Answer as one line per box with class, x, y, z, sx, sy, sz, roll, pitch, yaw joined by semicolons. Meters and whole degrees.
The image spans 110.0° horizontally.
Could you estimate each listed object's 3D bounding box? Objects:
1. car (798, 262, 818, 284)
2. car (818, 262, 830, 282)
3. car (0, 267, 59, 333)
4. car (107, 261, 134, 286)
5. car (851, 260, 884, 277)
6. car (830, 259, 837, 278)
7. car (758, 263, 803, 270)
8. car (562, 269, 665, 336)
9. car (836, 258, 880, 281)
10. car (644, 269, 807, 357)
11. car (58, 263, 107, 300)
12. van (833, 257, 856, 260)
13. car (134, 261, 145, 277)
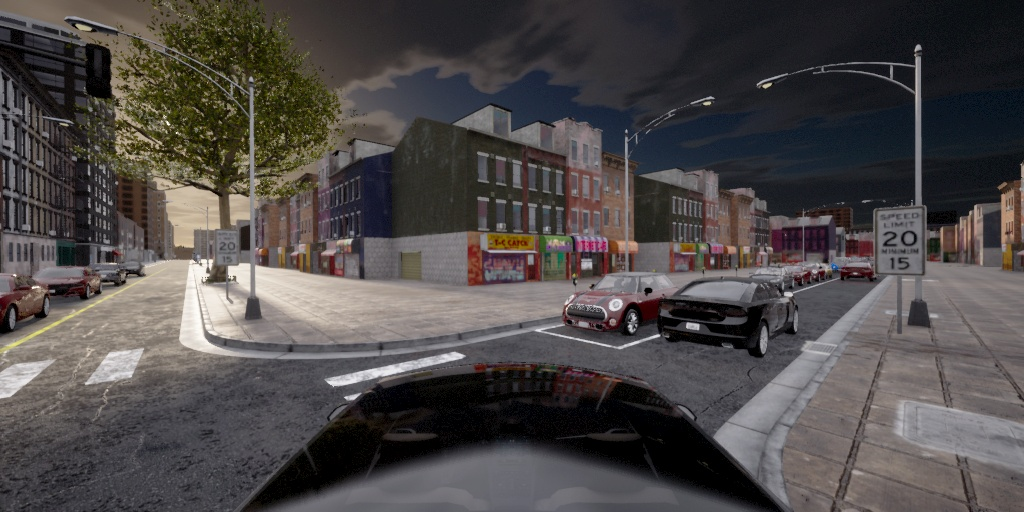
car;19.426;1.283;24.891;4.507;1.381;1.888;0;0;-42
car;23.464;1.175;28.527;4.097;1.591;1.967;0;0;-42
car;-14.921;1.235;10.016;1.882;1.535;5.008;0;0;-42
car;-27.948;1.234;24.557;2.128;1.511;4.902;0;0;-42
car;35.987;1.218;36.251;4.902;1.511;2.128;0;0;-42
car;27.375;1.258;32.051;4.829;1.417;1.751;0;0;-42
car;15.389;1.292;21.254;4.403;1.370;2.007;0;0;-42
car;3.277;1.194;10.344;4.097;1.591;1.967;0;0;-42
car;28.474;1.207;29.420;5.008;1.535;1.882;0;0;-41
car;5.390;1.228;8.698;5.008;1.535;1.882;0;0;-42
car;-21.258;1.226;17.079;1.882;1.535;5.008;0;0;-42
van;39.613;1.070;43.075;3.998;1.789;1.690;0;0;-42
car;-36.440;1.245;34.133;1.837;1.490;4.892;0;0;-41
